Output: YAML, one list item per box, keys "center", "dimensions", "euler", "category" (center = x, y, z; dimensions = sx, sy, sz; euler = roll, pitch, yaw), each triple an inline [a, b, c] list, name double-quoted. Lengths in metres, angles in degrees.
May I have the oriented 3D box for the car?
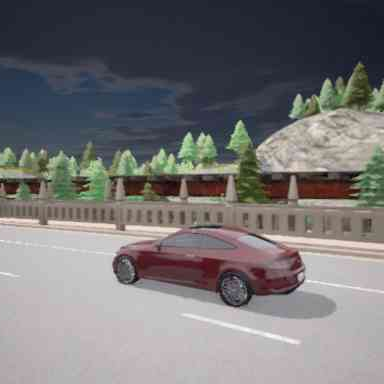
- center: [0.208, 1.497, 7.802]
  dimensions: [4.674, 1.442, 1.812]
  euler: [0, 0, 33]
  category: "car"
